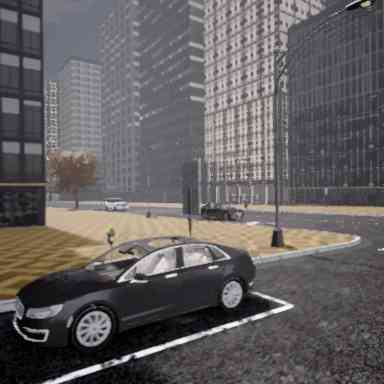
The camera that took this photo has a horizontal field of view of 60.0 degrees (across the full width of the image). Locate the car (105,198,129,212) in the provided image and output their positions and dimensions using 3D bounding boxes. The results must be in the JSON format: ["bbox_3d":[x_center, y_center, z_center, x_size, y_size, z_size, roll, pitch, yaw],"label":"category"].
[{"bbox_3d":[-11.568,1.925,50.916,2.150,2.045,5.566,-1,0,-35],"label":"car"}]

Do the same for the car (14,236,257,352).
[{"bbox_3d":[-0.743,1.537,6.038,4.403,1.369,2.008,0,0,-35],"label":"car"}]

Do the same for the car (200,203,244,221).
[{"bbox_3d":[2.686,1.789,30.366,2.128,1.511,4.902,-1,0,-35],"label":"car"}]
